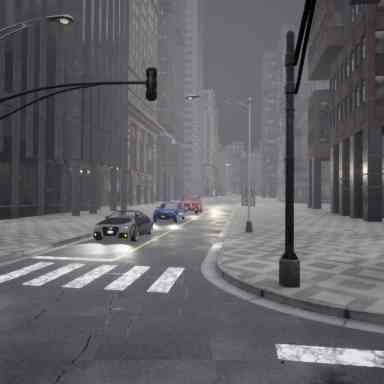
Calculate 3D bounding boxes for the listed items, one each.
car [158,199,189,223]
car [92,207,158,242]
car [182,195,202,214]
[{"bbox_3d":[-1.781,1.581,27.254,1.882,1.535,5.008,0,0,8],"label":"car"},{"bbox_3d":[-3.372,1.632,16.964,1.994,1.385,4.181,0,0,9],"label":"car"},{"bbox_3d":[-0.140,1.361,37.812,2.150,2.045,5.566,0,0,9],"label":"car"}]
